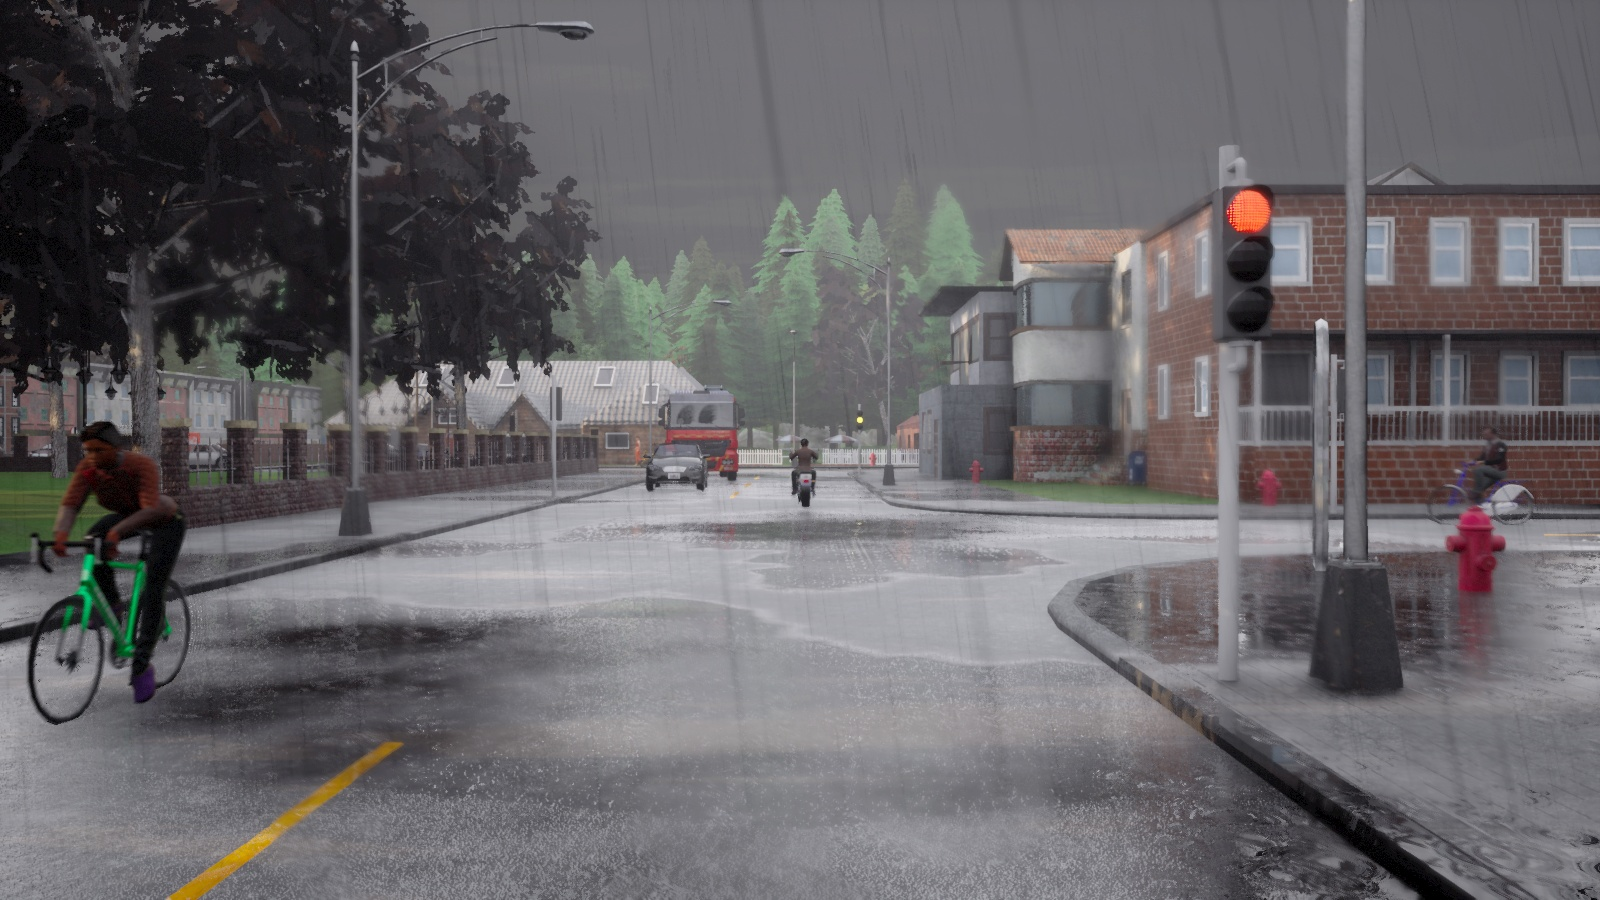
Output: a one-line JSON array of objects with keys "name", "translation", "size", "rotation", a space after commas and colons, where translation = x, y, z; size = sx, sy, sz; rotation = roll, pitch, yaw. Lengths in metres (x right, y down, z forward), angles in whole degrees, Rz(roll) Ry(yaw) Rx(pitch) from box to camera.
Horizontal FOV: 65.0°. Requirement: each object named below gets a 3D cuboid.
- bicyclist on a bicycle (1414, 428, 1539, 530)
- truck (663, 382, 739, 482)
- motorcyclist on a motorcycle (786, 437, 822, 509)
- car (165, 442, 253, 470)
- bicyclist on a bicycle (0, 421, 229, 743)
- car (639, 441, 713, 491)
[{"name": "bicyclist on a bicycle", "translation": [11.954, 0.501, 22.213], "size": [1.843, 1.776, 0.659], "rotation": [0, 0, 0]}, {"name": "truck", "translation": [-4.037, -0.718, 52.503], "size": [2.891, 3.827, 8.468], "rotation": [0, 0, -3]}, {"name": "motorcyclist on a motorcycle", "translation": [0.088, 0.526, 30.272], "size": [0.766, 1.649, 2.350], "rotation": [0, 0, -2]}, {"name": "car", "translation": [-31.765, 0.305, 67.616], "size": [3.806, 1.475, 1.970], "rotation": [0, 0, -1]}, {"name": "bicyclist on a bicycle", "translation": [-3.926, 0.656, 7.141], "size": [0.582, 1.620, 1.656], "rotation": [0, 1, 1]}, {"name": "car", "translation": [-3.947, 0.470, 40.708], "size": [2.128, 1.511, 4.902], "rotation": [0, 0, -3]}]
